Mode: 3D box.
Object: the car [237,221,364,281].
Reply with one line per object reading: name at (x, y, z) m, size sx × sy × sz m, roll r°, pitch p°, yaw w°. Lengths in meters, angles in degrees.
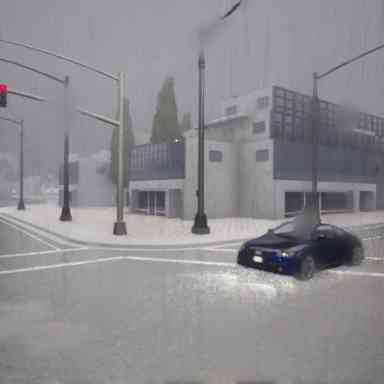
car at (3.321, 1.590, 9.946) m, size 4.181 × 1.385 × 1.994 m, roll 0°, pitch 0°, yaw -37°
